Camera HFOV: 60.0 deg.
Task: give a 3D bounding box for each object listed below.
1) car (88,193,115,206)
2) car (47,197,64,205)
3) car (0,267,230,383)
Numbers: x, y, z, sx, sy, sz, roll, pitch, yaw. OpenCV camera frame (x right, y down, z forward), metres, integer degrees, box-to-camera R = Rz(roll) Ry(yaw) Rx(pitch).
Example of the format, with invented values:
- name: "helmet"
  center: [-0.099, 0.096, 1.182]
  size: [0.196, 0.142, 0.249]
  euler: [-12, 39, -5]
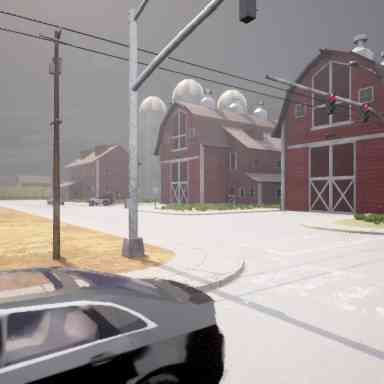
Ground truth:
- name: "car"
  center: [-13.758, 1.118, 50.620]
  size: [3.866, 1.878, 1.905]
  euler: [-2, 5, 11]
- name: "car"
  center: [-23.226, 1.537, 56.609]
  size: [1.994, 1.385, 4.181]
  euler: [0, 0, -36]
- name: "car"
  center: [-1.926, 1.491, 2.620]
  size: [4.902, 1.511, 2.128]
  euler: [0, 0, -35]
